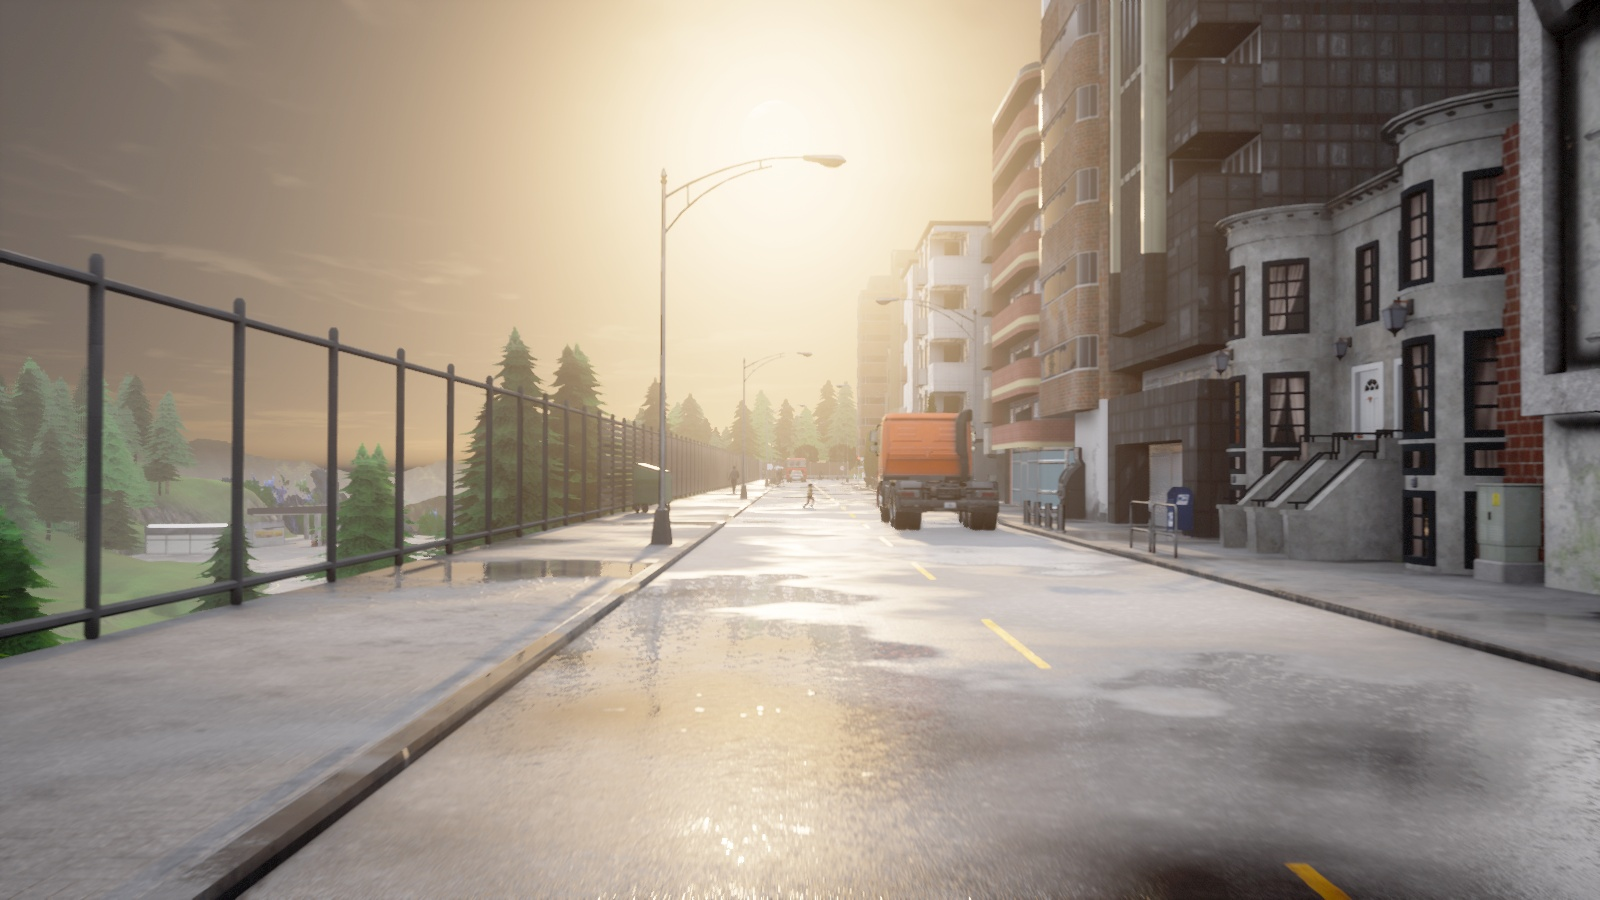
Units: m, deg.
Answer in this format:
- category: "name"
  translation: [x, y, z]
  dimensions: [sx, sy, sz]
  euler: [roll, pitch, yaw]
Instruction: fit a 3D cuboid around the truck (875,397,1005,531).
- category: "truck"
  translation: [3.892, 0.432, 36.724]
  dimensions: [2.891, 3.462, 7.936]
  euler: [0, -1, 0]
